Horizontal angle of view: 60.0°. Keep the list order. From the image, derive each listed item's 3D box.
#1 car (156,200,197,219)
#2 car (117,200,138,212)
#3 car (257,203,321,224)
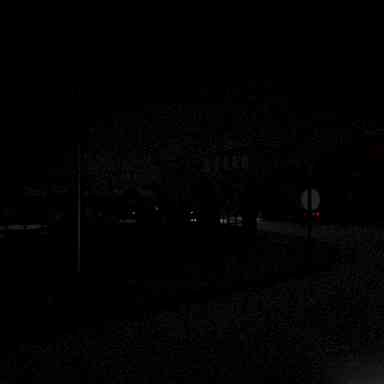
[{"bbox_3d":[-1.427,1.505,29.629,1.837,1.490,4.892,0,0,-35],"label":"car"},{"bbox_3d":[-7.740,1.547,38.499,2.033,1.411,5.357,0,0,-36],"label":"car"},{"bbox_3d":[6.865,1.547,24.686,2.033,1.411,5.357,0,0,-30],"label":"car"}]
